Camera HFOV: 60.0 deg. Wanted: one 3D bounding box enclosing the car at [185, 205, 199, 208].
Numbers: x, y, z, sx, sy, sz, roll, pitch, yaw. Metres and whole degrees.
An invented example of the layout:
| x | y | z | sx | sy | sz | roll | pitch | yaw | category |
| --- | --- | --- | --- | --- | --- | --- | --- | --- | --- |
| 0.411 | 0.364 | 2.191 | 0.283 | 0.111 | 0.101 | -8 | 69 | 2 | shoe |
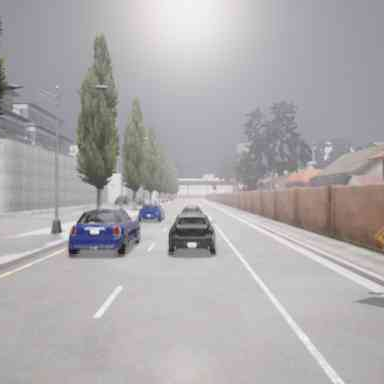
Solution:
| x | y | z | sx | sy | sz | roll | pitch | yaw | category |
| --- | --- | --- | --- | --- | --- | --- | --- | --- | --- |
| 0.006 | 1.845 | 29.304 | 1.994 | 1.385 | 4.181 | 0 | -1 | 0 | car |

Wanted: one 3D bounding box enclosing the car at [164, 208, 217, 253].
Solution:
| x | y | z | sx | sy | sz | roll | pitch | yaw | category |
| --- | --- | --- | --- | --- | --- | --- | --- | --- | --- |
| 0.005 | 1.646 | 14.306 | 1.837 | 1.490 | 4.892 | 0 | 0 | 0 | car |

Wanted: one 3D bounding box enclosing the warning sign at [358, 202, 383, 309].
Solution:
| x | y | z | sx | sy | sz | roll | pitch | yaw | category |
| --- | --- | --- | --- | --- | --- | --- | --- | --- | --- |
| 4.048 | 1.135 | 6.257 | 1.300 | 1.860 | 1.060 | 0 | -1 | 0 | warning sign |

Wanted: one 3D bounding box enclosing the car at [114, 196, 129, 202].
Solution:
| x | y | z | sx | sy | sz | roll | pitch | yaw | category |
| --- | --- | --- | --- | --- | --- | --- | --- | --- | --- |
| -14.998 | 1.809 | 71.120 | 2.150 | 2.045 | 5.566 | 0 | -1 | 0 | car |

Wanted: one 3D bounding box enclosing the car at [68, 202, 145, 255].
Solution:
| x | y | z | sx | sy | sz | roll | pitch | yaw | category |
| --- | --- | --- | --- | --- | --- | --- | --- | --- | --- |
| -3.497 | 1.485 | 14.087 | 2.097 | 1.767 | 4.553 | 0 | -1 | 0 | car |

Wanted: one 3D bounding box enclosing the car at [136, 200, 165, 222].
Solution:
| x | y | z | sx | sy | sz | roll | pitch | yaw | category |
| --- | --- | --- | --- | --- | --- | --- | --- | --- | --- |
| -3.493 | 1.760 | 29.487 | 1.882 | 1.535 | 5.008 | 0 | 0 | 0 | car |

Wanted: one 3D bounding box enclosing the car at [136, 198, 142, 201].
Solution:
| x | y | z | sx | sy | sz | roll | pitch | yaw | category |
| --- | --- | --- | --- | --- | --- | --- | --- | --- | --- |
| -11.498 | 2.109 | 71.146 | 1.812 | 1.442 | 4.674 | 0 | -1 | 0 | car |
